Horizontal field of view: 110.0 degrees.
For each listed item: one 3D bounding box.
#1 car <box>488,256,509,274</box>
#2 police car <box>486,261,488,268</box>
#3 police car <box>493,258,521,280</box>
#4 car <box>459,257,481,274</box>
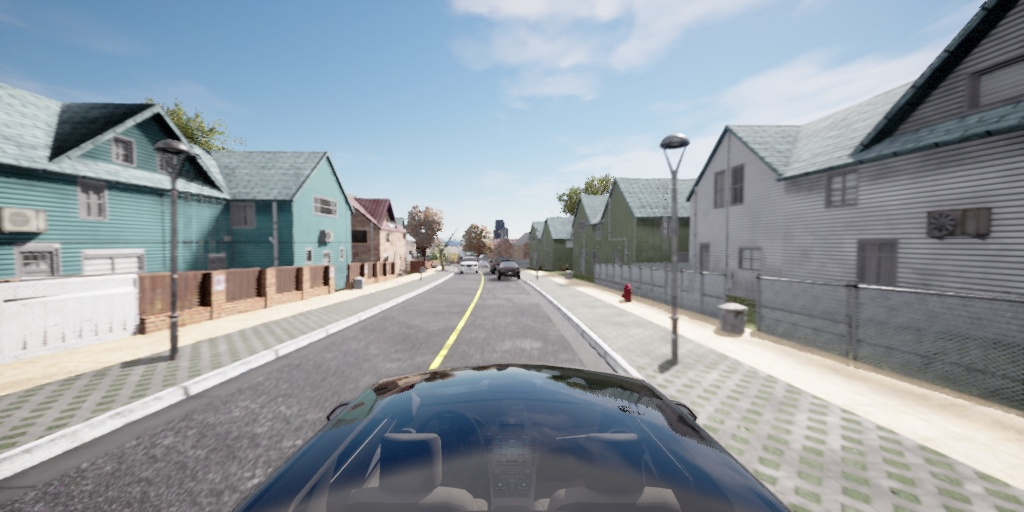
[{"bbox_3d":[-1.282,1.064,41.761,2.150,2.045,5.566,0,0,-6],"label":"car"},{"bbox_3d":[-1.964,1.309,47.844,1.930,1.638,5.238,0,0,-7],"label":"police car"},{"bbox_3d":[-0.370,1.212,31.818,1.930,1.638,5.238,0,0,-4],"label":"police car"},{"bbox_3d":[-5.127,1.096,43.035,2.150,2.045,5.566,0,-1,-6],"label":"car"}]
